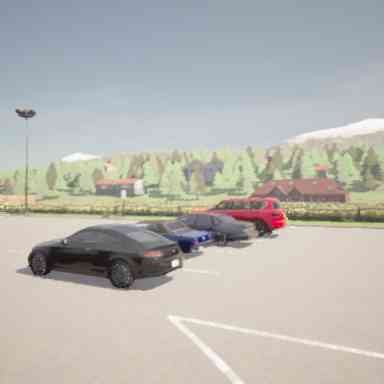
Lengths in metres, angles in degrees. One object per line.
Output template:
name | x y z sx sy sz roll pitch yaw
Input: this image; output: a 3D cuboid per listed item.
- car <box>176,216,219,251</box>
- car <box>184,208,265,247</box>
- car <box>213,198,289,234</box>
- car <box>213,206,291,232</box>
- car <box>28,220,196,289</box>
car | -1.617 1.723 12.818 4.718 1.301 1.895 -1 -1 27
car | 0.411 1.678 15.710 5.357 1.411 2.033 -1 -1 27
car | 2.442 1.360 18.603 5.566 2.045 2.150 -1 -1 27
car | 3.893 1.679 21.776 4.674 1.442 1.812 -1 -1 27
car | -2.454 1.625 9.297 4.674 1.442 1.812 -1 -1 27
